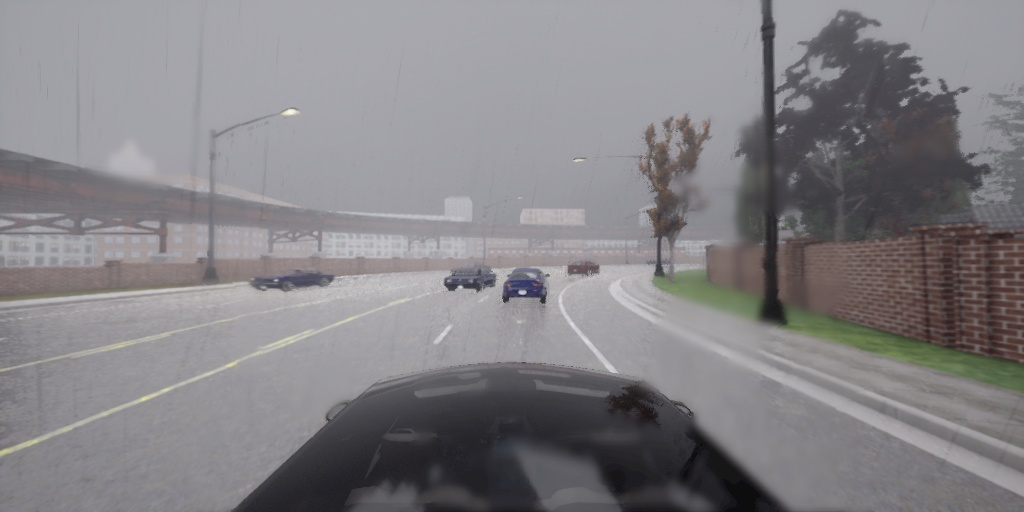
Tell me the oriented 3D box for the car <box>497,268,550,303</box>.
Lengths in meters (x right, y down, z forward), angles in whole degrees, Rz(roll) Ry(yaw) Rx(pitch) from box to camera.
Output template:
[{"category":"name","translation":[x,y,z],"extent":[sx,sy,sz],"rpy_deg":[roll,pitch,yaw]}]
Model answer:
[{"category":"car","translation":[0.741,1.265,16.547],"extent":[1.812,1.442,4.674],"rpy_deg":[-1,0,8]}]

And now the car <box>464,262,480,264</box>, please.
[{"category":"car","translation":[-4.050,1.328,36.772],"extent":[2.033,1.411,5.357],"rpy_deg":[-1,0,27]}]

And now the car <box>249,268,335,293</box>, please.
[{"category":"car","translation":[-12.971,1.390,21.502],"extent":[1.895,1.301,4.718],"rpy_deg":[0,0,11]}]

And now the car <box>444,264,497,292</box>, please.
[{"category":"car","translation":[-2.250,1.345,21.070],"extent":[1.895,1.301,4.718],"rpy_deg":[0,0,12]}]

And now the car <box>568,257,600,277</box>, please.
[{"category":"car","translation":[7.028,1.136,34.682],"extent":[1.882,1.535,5.008],"rpy_deg":[-2,-1,31]}]
